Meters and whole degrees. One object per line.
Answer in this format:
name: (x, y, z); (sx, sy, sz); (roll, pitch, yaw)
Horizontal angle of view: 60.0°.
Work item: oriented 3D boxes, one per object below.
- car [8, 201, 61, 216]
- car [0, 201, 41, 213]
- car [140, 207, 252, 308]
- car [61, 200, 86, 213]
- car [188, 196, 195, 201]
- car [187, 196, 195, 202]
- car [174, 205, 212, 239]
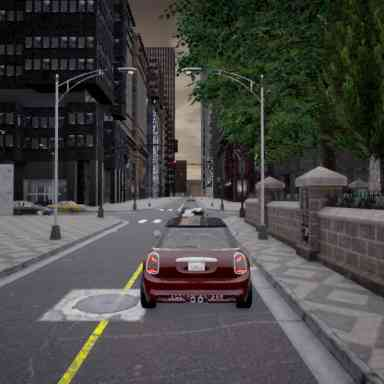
car: (-14.720, 1.517, 30.115); (4.403, 1.369, 2.008); (0, -1, 0)
car: (-20.218, 1.707, 38.654); (4.403, 1.369, 2.008); (0, -1, 0)
car: (0.076, 1.357, 8.070); (2.097, 1.767, 4.553); (0, 0, 0)
car: (-14.875, 1.675, 38.640); (4.829, 1.417, 1.752); (0, -1, 0)
car: (-0.248, 1.708, 90.108); (1.812, 1.442, 4.674); (0, 0, 0)
car: (-0.219, 1.729, 79.689); (2.033, 1.411, 5.357); (0, 0, 0)
car: (0.048, 1.541, 18.197); (1.812, 1.442, 4.674); (0, 0, 0)
